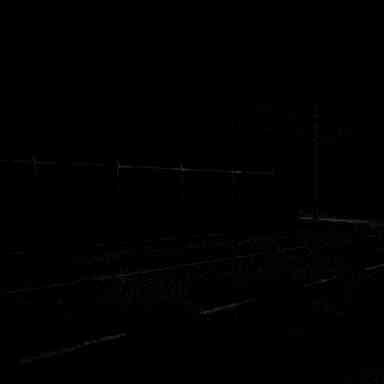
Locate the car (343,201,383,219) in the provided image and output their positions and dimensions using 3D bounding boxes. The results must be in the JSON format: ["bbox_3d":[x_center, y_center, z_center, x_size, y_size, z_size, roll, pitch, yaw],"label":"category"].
[{"bbox_3d":[15.303,1.555,27.930,1.837,1.490,4.892,0,0,-36],"label":"car"}]

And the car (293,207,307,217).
[{"bbox_3d":[8.423,1.656,31.508,1.895,1.301,4.718,0,0,-36],"label":"car"}]
